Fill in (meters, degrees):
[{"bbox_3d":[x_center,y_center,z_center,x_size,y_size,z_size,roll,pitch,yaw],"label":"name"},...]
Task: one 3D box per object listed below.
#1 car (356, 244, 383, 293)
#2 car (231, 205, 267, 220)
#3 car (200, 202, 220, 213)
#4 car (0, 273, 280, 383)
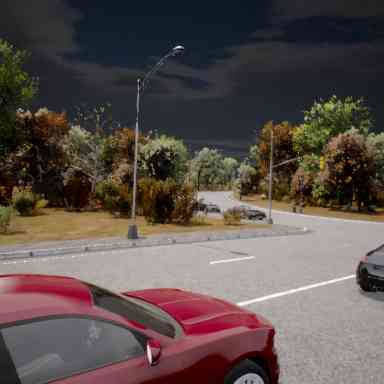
[{"bbox_3d":[5.777,1.665,7.922,4.181,1.385,1.994,1,-1,-35],"label":"car"},{"bbox_3d":[5.797,2.179,36.053,2.033,1.411,5.357,3,-1,-26],"label":"car"},{"bbox_3d":[2.342,2.070,45.375,1.994,1.385,4.181,3,0,-19],"label":"car"},{"bbox_3d":[-1.371,1.479,2.768,5.008,1.535,1.882,0,0,-36],"label":"car"}]
